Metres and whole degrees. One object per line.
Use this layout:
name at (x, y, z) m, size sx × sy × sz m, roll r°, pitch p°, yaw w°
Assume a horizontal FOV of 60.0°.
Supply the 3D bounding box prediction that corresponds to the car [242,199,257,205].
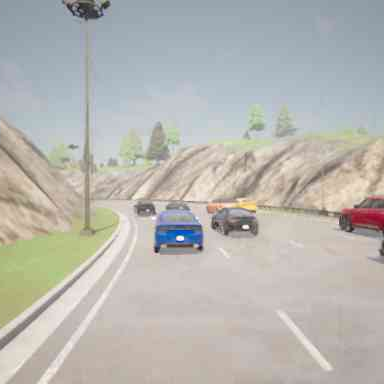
car at (5.477, 1.507, 37.187) m, size 1.882 × 1.535 × 5.008 m, roll 0°, pitch 0°, yaw -16°

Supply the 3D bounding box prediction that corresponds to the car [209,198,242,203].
car at (2.893, 1.388, 33.199) m, size 2.097 × 1.767 × 4.553 m, roll 0°, pitch 0°, yaw -14°

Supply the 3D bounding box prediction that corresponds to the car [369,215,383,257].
car at (6.916, 1.525, 8.006) m, size 2.033 × 1.411 × 5.357 m, roll 0°, pitch 0°, yaw -4°

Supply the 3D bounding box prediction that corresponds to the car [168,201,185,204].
car at (-1.649, 1.628, 36.237) m, size 1.994 × 1.385 × 4.181 m, roll 0°, pitch 0°, yaw -15°

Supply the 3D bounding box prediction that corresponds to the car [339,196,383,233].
car at (9.660, 1.197, 16.546) m, size 2.150 × 2.045 × 5.566 m, roll 0°, pitch 0°, yaw -7°

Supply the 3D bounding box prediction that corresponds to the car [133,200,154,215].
car at (-5.107, 1.586, 35.348) m, size 1.837 × 1.490 × 4.892 m, roll 0°, pitch 0°, yaw -17°

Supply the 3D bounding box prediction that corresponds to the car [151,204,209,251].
car at (-0.696, 1.503, 14.302) m, size 1.882 × 1.535 × 5.008 m, roll 0°, pitch 0°, yaw -6°

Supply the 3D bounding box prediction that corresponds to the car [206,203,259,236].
car at (2.287, 1.542, 18.504) m, size 1.812 × 1.442 × 4.674 m, roll 0°, pitch 0°, yaw -8°
